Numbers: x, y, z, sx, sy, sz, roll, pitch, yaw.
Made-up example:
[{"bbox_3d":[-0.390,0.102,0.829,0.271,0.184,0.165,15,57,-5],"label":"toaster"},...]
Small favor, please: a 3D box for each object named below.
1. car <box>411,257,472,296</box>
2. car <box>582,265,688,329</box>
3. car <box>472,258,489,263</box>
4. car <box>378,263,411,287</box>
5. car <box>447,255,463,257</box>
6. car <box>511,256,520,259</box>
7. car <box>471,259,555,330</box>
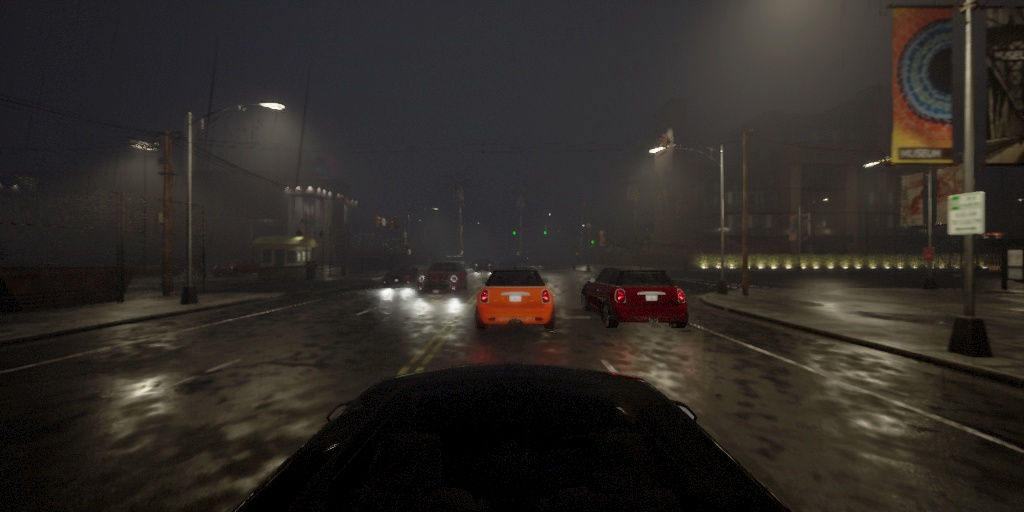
[{"bbox_3d":[-3.596,1.092,19.258,2.097,1.767,4.553,0,0,0],"label":"car"},{"bbox_3d":[3.593,1.097,11.341,2.097,1.767,4.553,0,0,0],"label":"car"},{"bbox_3d":[-3.366,1.079,44.508,2.097,1.767,4.553,0,0,3],"label":"car"},{"bbox_3d":[-7.091,1.302,23.983,1.994,1.385,4.181,0,0,0],"label":"car"},{"bbox_3d":[-6.945,0.950,42.801,2.150,2.045,5.566,0,0,2],"label":"car"},{"bbox_3d":[-0.737,1.196,60.173,1.882,1.535,5.008,0,0,20],"label":"car"},{"bbox_3d":[0.093,1.097,11.245,2.097,1.767,4.553,0,0,0],"label":"car"}]
